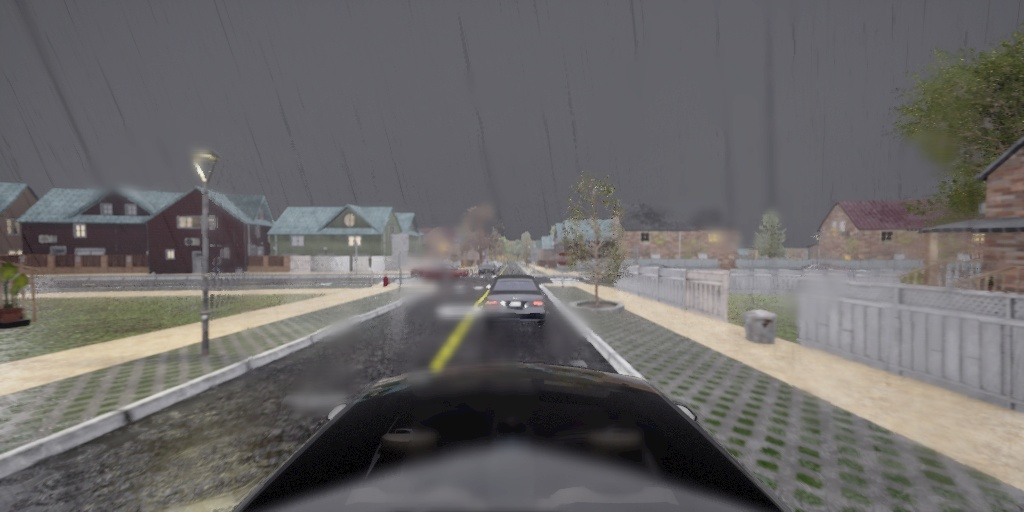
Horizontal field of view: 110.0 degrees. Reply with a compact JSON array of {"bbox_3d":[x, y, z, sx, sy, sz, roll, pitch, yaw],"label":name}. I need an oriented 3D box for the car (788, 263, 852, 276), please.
[{"bbox_3d":[26.307,1.365,30.865,4.674,1.442,1.812,0,3,8],"label":"car"}]

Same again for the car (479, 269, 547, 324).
[{"bbox_3d":[0.099,1.325,11.992,2.033,1.411,5.357,0,0,0],"label":"car"}]

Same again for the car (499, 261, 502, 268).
[{"bbox_3d":[-2.849,1.500,53.773,1.812,1.442,4.674,0,0,0],"label":"car"}]

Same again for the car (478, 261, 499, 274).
[{"bbox_3d":[-2.856,1.410,42.521,1.837,1.490,4.892,0,0,0],"label":"car"}]

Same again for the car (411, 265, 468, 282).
[{"bbox_3d":[-6.208,1.408,30.395,4.718,1.301,1.895,2,3,23],"label":"car"}]

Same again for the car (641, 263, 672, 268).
[{"bbox_3d":[12.561,1.346,32.041,4.181,1.385,1.994,0,3,2],"label":"car"}]

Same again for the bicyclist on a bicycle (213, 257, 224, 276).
[{"bbox_3d":[-24.889,0.859,30.445,0.582,1.620,1.656,0,3,-16],"label":"bicyclist on a bicycle"}]
